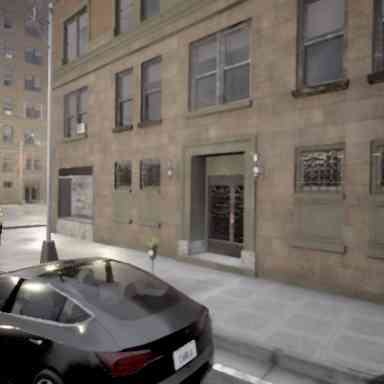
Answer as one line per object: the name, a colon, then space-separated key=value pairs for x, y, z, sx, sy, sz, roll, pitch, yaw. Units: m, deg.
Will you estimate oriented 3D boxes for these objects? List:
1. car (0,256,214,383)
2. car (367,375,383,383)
car: x=-1.756 y=1.544 z=4.323 sx=4.313 sy=1.339 sz=1.947 roll=0 pitch=1 yaw=35
car: x=2.729 y=1.576 z=1.129 sx=4.313 sy=1.339 sz=1.947 roll=0 pitch=1 yaw=35
